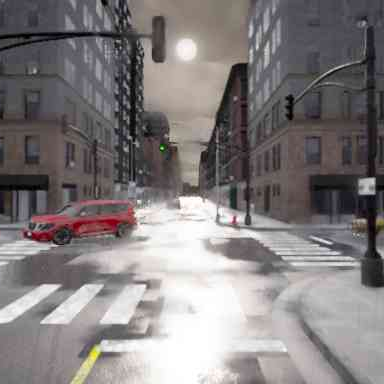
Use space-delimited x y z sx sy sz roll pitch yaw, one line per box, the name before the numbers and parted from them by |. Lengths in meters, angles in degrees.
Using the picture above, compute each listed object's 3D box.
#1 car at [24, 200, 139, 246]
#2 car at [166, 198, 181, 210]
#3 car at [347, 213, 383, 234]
car | -5.243 1.471 16.582 2.150 2.045 5.566 1 1 42
car | -2.766 1.728 50.990 2.097 1.767 4.553 0 -1 0
car | 11.627 1.718 19.393 4.829 1.417 1.752 0 -1 0
